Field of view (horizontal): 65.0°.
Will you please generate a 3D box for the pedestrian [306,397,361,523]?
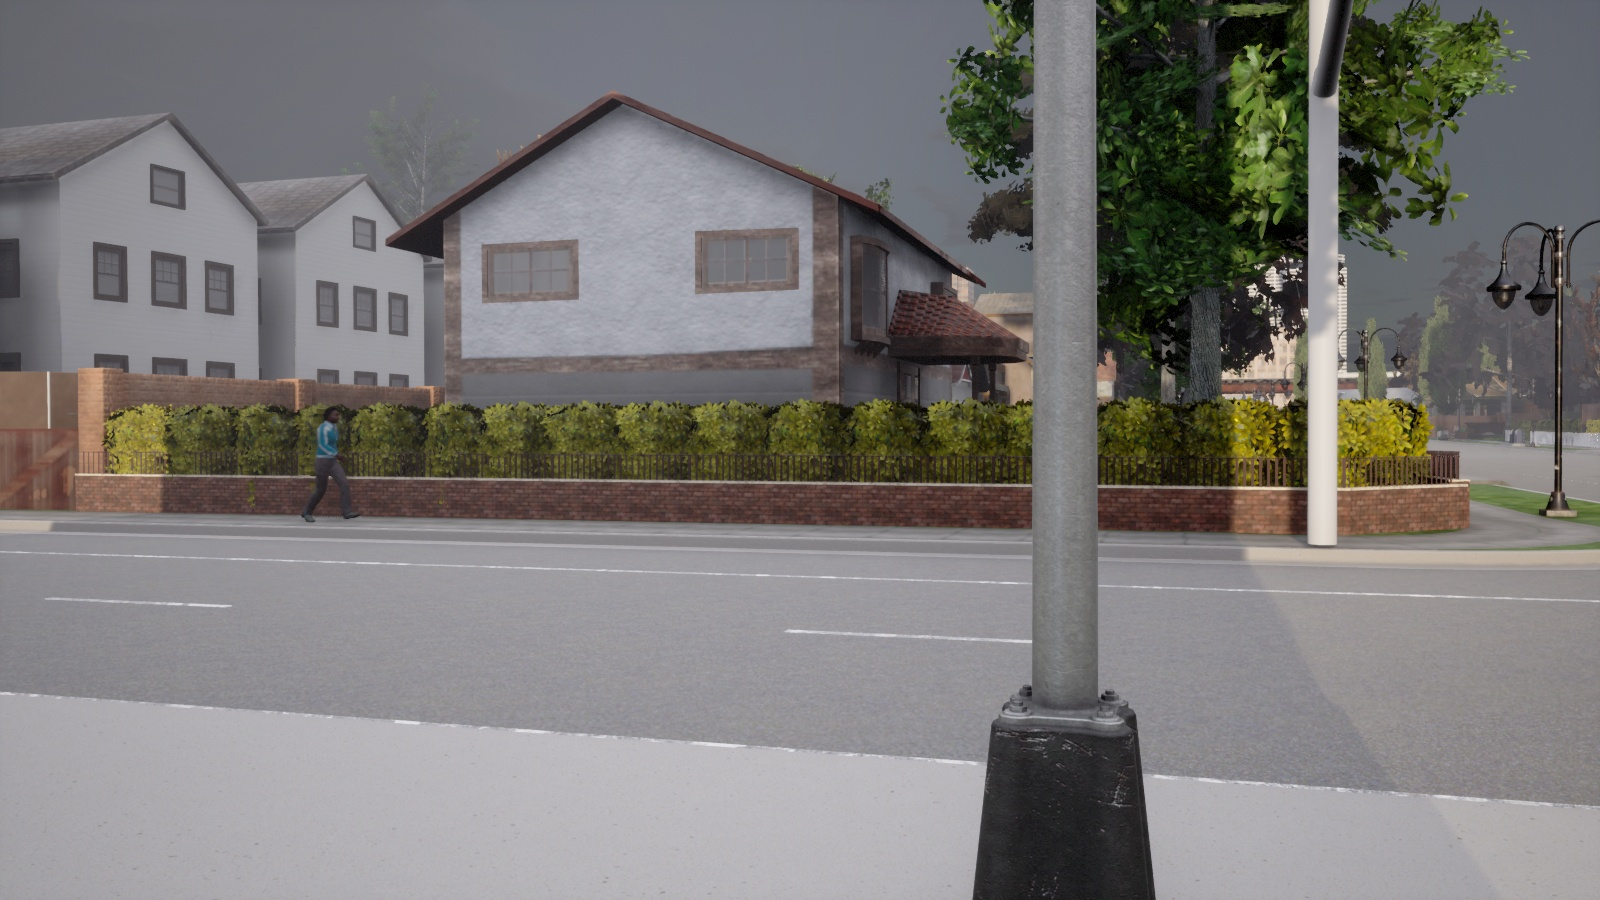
[{"bbox_3d":[-7.243,0.142,19.517,0.692,1.930,0.396,0,1,16],"label":"pedestrian"}]
